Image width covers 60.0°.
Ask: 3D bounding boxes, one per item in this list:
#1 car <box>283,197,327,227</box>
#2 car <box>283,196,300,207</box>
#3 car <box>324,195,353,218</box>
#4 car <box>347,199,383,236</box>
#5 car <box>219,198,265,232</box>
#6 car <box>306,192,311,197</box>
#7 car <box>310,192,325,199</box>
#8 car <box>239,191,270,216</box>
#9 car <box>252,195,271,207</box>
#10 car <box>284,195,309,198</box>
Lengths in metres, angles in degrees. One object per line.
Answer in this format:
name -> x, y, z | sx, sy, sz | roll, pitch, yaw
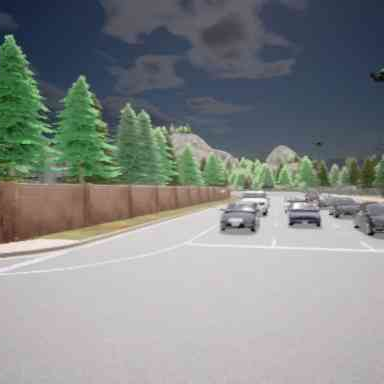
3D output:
car -> 7.040, 1.310, 21.296 | 2.033, 1.411, 5.357 | 0, 1, 15
car -> 12.394, 1.146, 41.794 | 1.895, 1.301, 4.718 | 0, 1, 15
car -> 11.856, 1.197, 25.949 | 1.837, 1.490, 4.892 | 0, 1, 14
car -> 9.493, 1.294, 16.850 | 1.837, 1.490, 4.892 | 0, 1, 15
car -> 2.760, 1.301, 18.775 | 2.128, 1.511, 4.902 | 0, 1, 15
car -> 18.525, 0.786, 51.286 | 2.097, 1.767, 4.553 | 0, 1, 15
car -> 14.533, 1.074, 36.224 | 2.128, 1.511, 4.902 | 0, 1, 15
car -> 5.454, 0.921, 29.127 | 2.150, 2.045, 5.566 | 0, 1, 15
car -> 9.004, 1.103, 42.708 | 2.033, 1.411, 5.357 | 0, 1, 15
car -> 9.588, 1.260, 31.076 | 1.895, 1.301, 4.718 | 0, 1, 15
